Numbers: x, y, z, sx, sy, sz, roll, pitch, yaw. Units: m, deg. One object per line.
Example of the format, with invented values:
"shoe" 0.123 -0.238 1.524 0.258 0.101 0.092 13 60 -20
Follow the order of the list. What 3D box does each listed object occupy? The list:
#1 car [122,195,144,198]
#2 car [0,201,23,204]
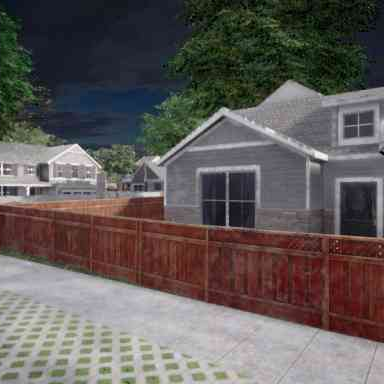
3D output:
"car" -5.635 1.081 30.494 2.128 1.511 4.902 0 1 35
"car" -12.134 1.315 21.309 1.812 1.442 4.674 0 1 35
